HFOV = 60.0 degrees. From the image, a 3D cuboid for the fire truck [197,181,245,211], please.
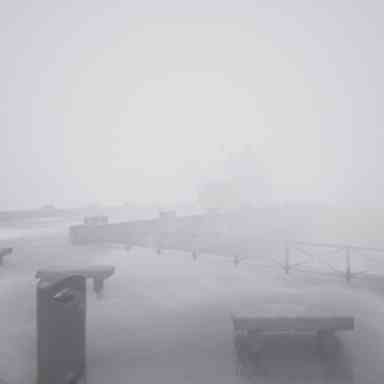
[{"bbox_3d":[4.056,0.521,44.863,2.891,3.827,8.468,-1,0,35],"label":"fire truck"}]
